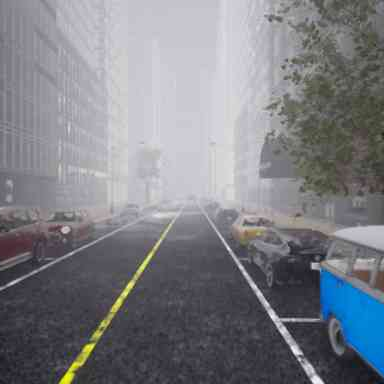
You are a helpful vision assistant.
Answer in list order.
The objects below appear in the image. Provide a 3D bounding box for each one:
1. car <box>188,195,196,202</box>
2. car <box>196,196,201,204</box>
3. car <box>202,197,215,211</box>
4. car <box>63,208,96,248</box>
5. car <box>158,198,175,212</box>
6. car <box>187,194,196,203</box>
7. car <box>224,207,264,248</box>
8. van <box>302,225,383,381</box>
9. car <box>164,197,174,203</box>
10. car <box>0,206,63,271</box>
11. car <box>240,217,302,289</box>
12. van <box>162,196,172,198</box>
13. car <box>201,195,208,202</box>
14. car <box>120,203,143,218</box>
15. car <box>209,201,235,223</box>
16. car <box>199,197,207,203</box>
[{"bbox_3d":[-0.032,1.631,87.621,2.097,1.767,4.553,0,0,0],"label":"car"},{"bbox_3d":[2.658,1.621,71.786,2.192,1.841,5.009,0,0,0],"label":"car"},{"bbox_3d":[2.669,1.760,43.294,1.947,1.339,4.313,0,0,0],"label":"car"},{"bbox_3d":[-5.702,1.509,14.808,1.967,1.590,4.097,0,0,0],"label":"car"},{"bbox_3d":[-3.106,1.786,41.242,1.895,1.301,4.718,0,0,0],"label":"car"},{"bbox_3d":[-0.026,1.351,73.111,2.150,2.045,5.566,0,0,0],"label":"car"},{"bbox_3d":[2.679,1.595,14.975,1.752,1.417,4.829,0,0,0],"label":"car"},{"bbox_3d":[2.682,1.358,3.409,1.690,1.788,3.998,0,0,0],"label":"van"},{"bbox_3d":[-5.725,1.898,83.180,2.008,1.369,4.403,0,0,0],"label":"car"},{"bbox_3d":[-5.700,1.358,9.111,2.192,1.841,5.009,0,0,0],"label":"car"},{"bbox_3d":[2.682,1.609,9.107,1.947,1.339,4.313,0,0,0],"label":"car"},{"bbox_3d":[-5.723,1.647,71.788,1.690,1.788,3.998,0,0,0],"label":"van"},{"bbox_3d":[2.978,1.734,58.486,1.882,1.535,5.008,0,0,0],"label":"car"},{"bbox_3d":[-5.707,1.726,31.901,1.802,1.307,4.206,0,0,0],"label":"car"},{"bbox_3d":[2.675,1.670,26.200,2.008,1.369,4.403,0,0,0],"label":"car"},{"bbox_3d":[2.655,1.893,83.181,1.887,1.381,4.507,0,0,0],"label":"car"}]
